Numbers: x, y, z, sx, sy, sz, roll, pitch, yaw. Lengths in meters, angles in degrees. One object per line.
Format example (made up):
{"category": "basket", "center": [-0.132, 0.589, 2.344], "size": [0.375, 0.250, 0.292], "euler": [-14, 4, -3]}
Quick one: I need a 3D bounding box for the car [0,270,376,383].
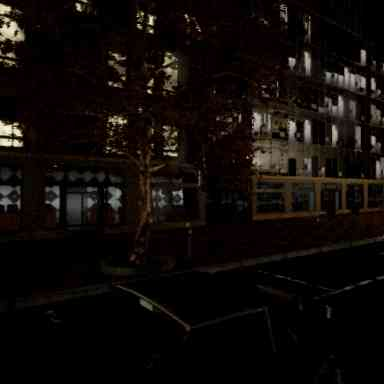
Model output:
{"category": "car", "center": [-0.308, 1.594, 3.161], "size": [4.718, 1.301, 1.895], "euler": [0, 0, -36]}
